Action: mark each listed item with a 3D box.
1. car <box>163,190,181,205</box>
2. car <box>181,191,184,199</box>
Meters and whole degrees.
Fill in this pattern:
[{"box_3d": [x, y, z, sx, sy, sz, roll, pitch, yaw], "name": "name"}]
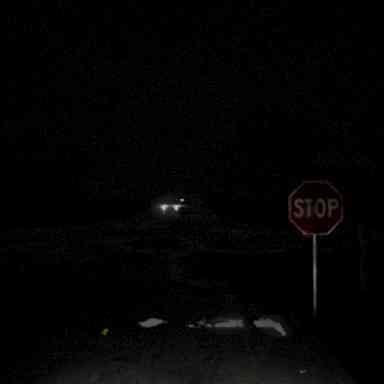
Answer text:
[{"box_3d": [-2.793, 0.865, 44.081, 1.882, 1.535, 5.008, 0, 1, 0], "name": "car"}, {"box_3d": [-2.676, 0.494, 66.042, 2.097, 1.767, 4.553, 0, 1, 0], "name": "car"}]
